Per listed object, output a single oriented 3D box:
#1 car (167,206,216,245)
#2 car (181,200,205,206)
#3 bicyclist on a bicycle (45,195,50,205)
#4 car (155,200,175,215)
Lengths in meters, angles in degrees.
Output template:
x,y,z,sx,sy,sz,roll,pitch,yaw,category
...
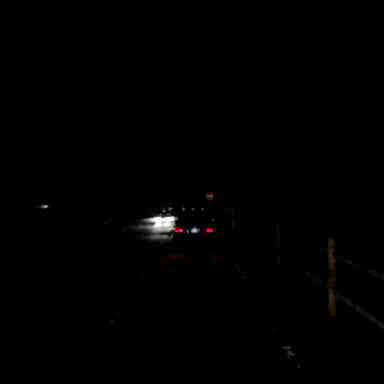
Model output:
x,y,z,sx,sy,sz,roll,pitch,yaw,category
0.097,1.601,15.735,2.033,1.411,5.357,0,0,0,car
0.095,1.454,29.681,2.097,1.767,4.553,0,0,0,car
-22.492,1.311,51.935,0.582,1.620,1.656,1,0,1,bicyclist on a bicycle
-2.756,1.624,34.937,2.128,1.511,4.902,0,0,0,car
